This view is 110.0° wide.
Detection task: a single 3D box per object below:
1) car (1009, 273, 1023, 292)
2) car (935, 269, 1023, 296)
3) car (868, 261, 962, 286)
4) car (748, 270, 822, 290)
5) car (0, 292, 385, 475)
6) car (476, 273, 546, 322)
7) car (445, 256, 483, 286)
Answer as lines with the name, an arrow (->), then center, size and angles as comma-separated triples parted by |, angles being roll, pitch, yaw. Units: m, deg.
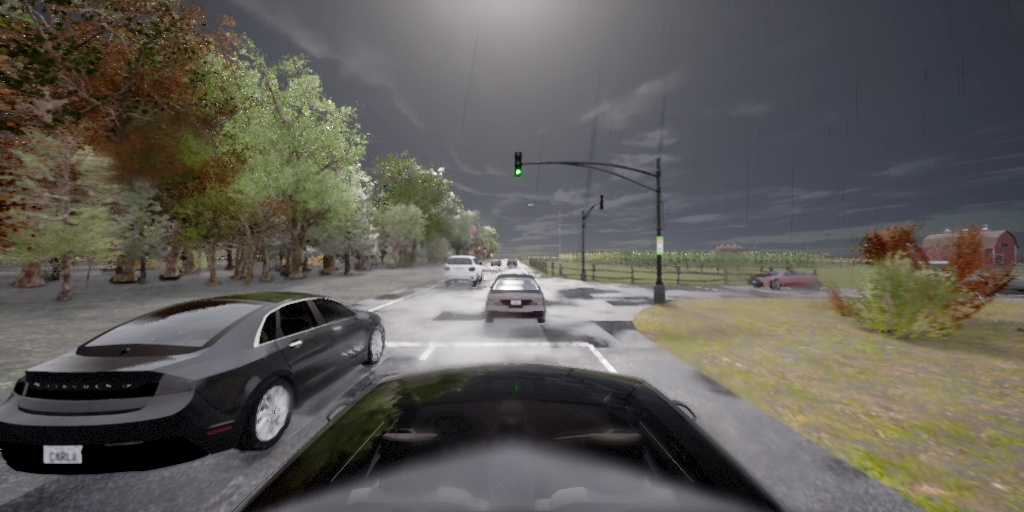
car -> 38.020, 1.868, 24.787 | 4.718, 1.301, 1.895 | 1, -1, 0
car -> 28.368, 1.655, 21.147 | 4.181, 1.385, 1.994 | 1, -1, 0
car -> 28.173, 1.382, 24.854 | 5.566, 2.045, 2.150 | 1, -1, 0
car -> 18.855, 1.623, 24.897 | 4.181, 1.385, 1.994 | 1, -1, 0
car -> -3.397, 1.263, 5.138 | 1.837, 1.490, 4.892 | 0, 0, 0
car -> 0.108, 1.322, 12.284 | 2.033, 1.411, 5.357 | 0, 0, 0
car -> -3.383, 1.026, 25.713 | 2.150, 2.045, 5.566 | 0, 0, 0
